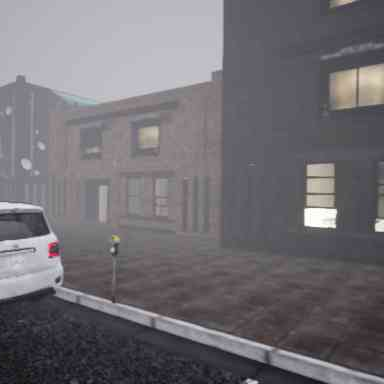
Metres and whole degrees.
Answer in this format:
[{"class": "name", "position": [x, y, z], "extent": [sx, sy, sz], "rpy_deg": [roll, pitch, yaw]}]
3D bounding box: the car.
[{"class": "car", "position": [-5.035, 1.217, 6.970], "extent": [5.566, 2.045, 2.150], "rpy_deg": [0, 0, 35]}]
